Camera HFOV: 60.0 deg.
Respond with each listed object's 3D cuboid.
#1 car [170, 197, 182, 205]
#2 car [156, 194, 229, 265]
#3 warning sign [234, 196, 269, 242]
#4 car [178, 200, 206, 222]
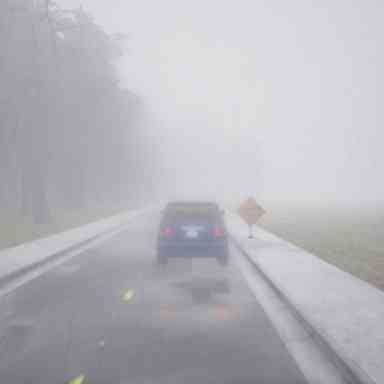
[{"bbox_3d":[-2.787,1.588,58.593,1.994,1.385,4.181,0,0,1],"label":"car"},{"bbox_3d":[0.039,1.228,11.776,2.150,2.045,5.566,0,0,1],"label":"car"},{"bbox_3d":[2.521,1.122,14.305,1.300,1.860,1.060,0,0,0],"label":"warning sign"},{"bbox_3d":[0.051,1.504,27.919,2.128,1.511,4.902,0,0,1],"label":"car"}]
